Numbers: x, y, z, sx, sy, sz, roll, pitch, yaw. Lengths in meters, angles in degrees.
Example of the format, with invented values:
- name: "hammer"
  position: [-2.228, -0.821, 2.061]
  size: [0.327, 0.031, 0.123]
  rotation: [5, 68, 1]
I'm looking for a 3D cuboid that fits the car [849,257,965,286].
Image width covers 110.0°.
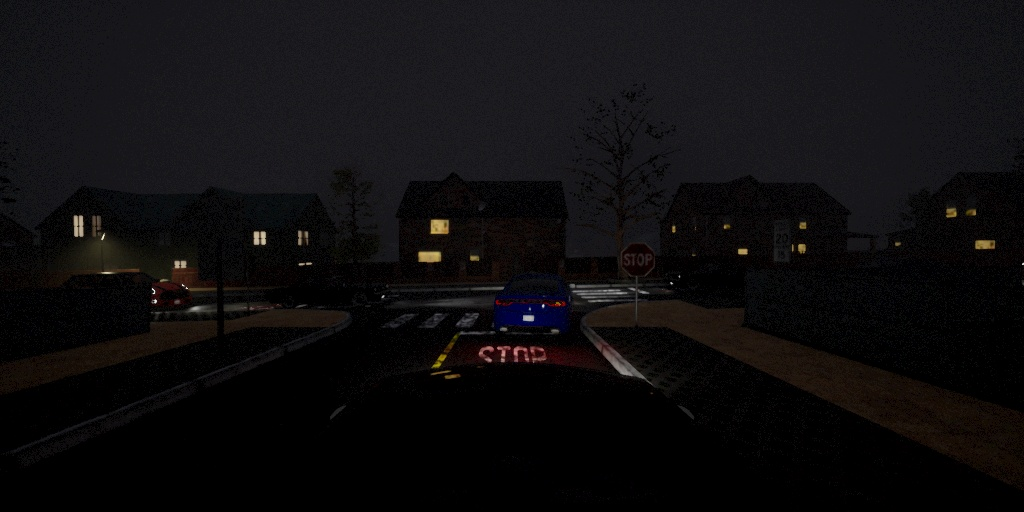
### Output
- name: "car"
  position: [20.057, 0.753, 18.541]
  size: [5.357, 1.411, 2.033]
  rotation: [-1, 1, 0]

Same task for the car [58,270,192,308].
- name: "car"
  position: [-16.798, 1.472, 15.572]
  size: [4.553, 1.767, 2.097]
  rotation: [-1, 1, 0]

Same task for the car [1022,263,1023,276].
- name: "car"
  position: [29.567, 0.335, 18.533]
  size: [4.553, 1.767, 2.097]
  rotation: [-1, 1, 0]

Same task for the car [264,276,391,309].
- name: "car"
  position: [-7.810, 1.506, 15.579]
  size: [4.718, 1.301, 1.895]
  rotation: [-1, 1, 0]

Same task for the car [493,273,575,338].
- name: "car"
  position: [0.787, 1.226, 10.371]
  size: [1.882, 1.535, 5.008]
  rotation: [0, 0, 10]

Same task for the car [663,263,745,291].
- name: "car"
  position: [10.412, 1.034, 18.505]
  size: [4.718, 1.301, 1.895]
  rotation: [-1, 1, -1]
